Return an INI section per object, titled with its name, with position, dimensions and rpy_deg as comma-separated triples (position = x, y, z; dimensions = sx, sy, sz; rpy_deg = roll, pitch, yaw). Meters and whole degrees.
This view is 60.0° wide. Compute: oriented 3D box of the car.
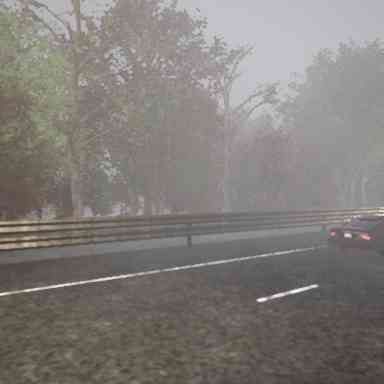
[car]
position = 7.811, 1.687, 13.804
dimensions = 5.357, 1.411, 2.033
rpy_deg = 1, 0, -36
